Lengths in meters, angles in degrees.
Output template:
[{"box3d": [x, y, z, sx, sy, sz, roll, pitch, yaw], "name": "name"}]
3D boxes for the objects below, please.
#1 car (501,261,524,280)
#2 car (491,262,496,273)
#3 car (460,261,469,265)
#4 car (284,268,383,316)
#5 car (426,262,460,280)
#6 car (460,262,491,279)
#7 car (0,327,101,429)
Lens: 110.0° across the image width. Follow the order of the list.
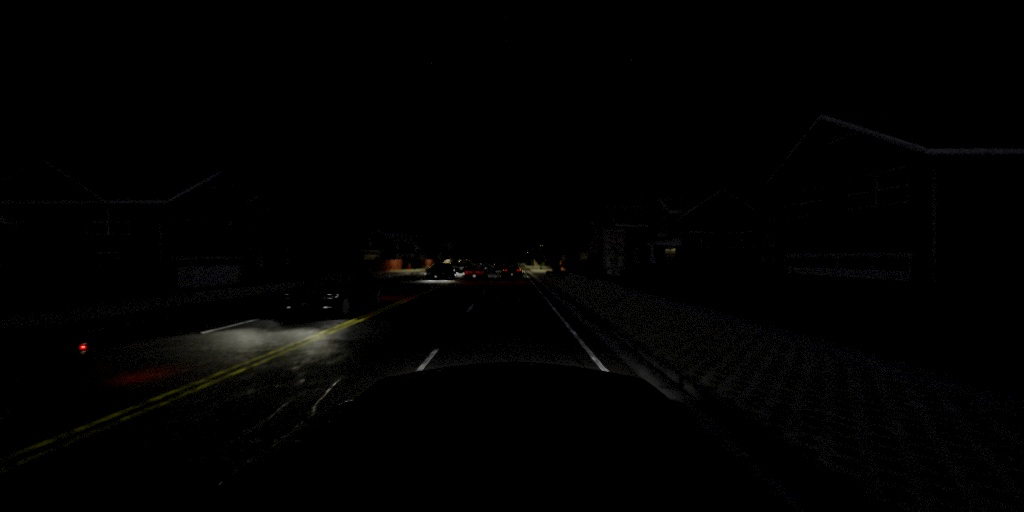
[{"box3d": [0.000, 1.376, 32.952, 1.812, 1.442, 4.674, 0, 0, 0], "name": "car"}, {"box3d": [-3.215, 1.490, 47.157, 1.994, 1.385, 4.181, 0, 0, 1], "name": "car"}, {"box3d": [-6.515, 1.464, 48.911, 2.128, 1.511, 4.902, 0, 0, 0], "name": "car"}, {"box3d": [-6.601, 1.262, 13.845, 1.882, 1.535, 5.008, 0, 0, 0], "name": "car"}, {"box3d": [-6.548, 1.401, 33.541, 2.033, 1.411, 5.357, 0, 0, 1], "name": "car"}, {"box3d": [-3.248, 1.453, 33.106, 1.895, 1.301, 4.718, 0, 0, 0], "name": "car"}, {"box3d": [-6.624, 1.300, 2.614, 2.033, 1.411, 5.357, 0, 0, -4], "name": "car"}]
